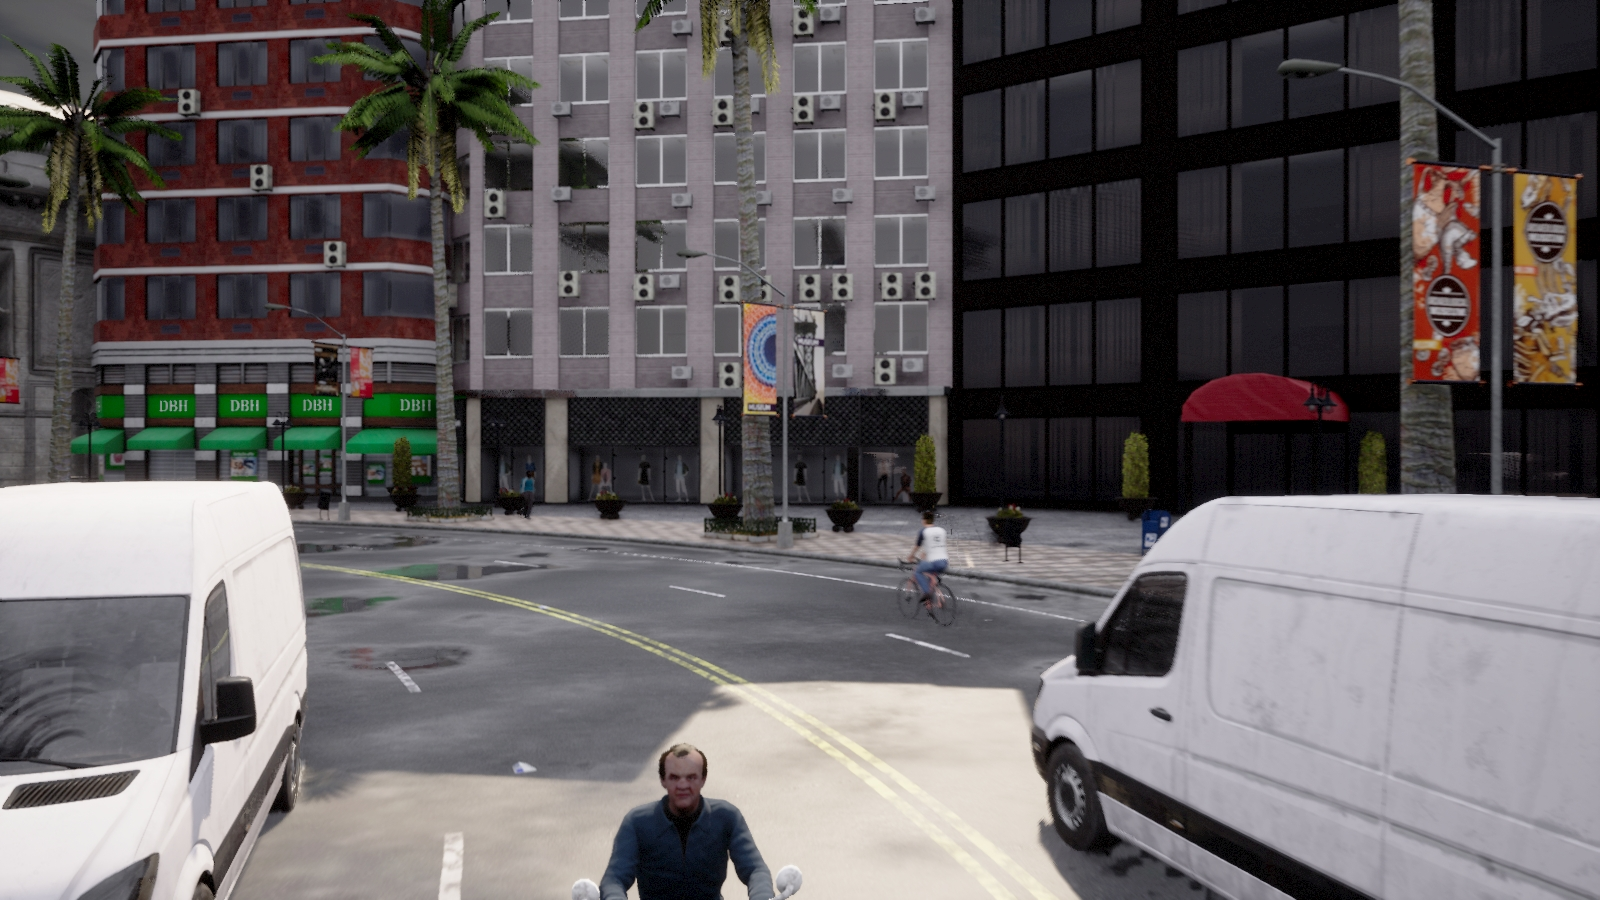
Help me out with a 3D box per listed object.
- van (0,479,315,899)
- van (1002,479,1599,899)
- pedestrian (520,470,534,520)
[{"bbox_3d":[-4.364,1.529,6.993,1.988,2.561,5.915,0,0,-17],"label":"van"},{"bbox_3d":[3.332,1.528,6.424,1.988,2.561,5.915,0,0,-15],"label":"van"},{"bbox_3d":[-10.158,1.666,42.518,0.375,1.860,0.375,0,0,-40],"label":"pedestrian"}]
